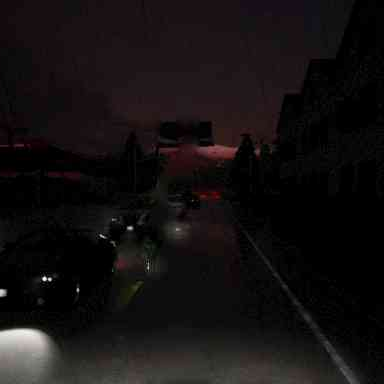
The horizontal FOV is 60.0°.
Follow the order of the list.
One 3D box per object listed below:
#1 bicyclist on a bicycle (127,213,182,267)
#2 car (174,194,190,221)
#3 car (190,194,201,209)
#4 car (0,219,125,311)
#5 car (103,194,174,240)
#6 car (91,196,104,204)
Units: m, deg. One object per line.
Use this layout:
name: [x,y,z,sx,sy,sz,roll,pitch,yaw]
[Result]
bicyclist on a bicycle: [-1.144,1.453,9.905,1.656,1.620,0.582,-2,0,4]
car: [-1.671,1.221,27.870,2.150,2.045,5.566,0,0,4]
car: [-1.409,1.338,46.612,5.566,2.045,2.150,-1,-1,36]
car: [-3.173,1.564,7.735,1.994,1.385,4.181,0,0,4]
car: [-2.494,1.221,17.180,2.150,2.045,5.566,0,0,4]
car: [-17.640,1.671,65.746,4.611,1.667,2.242,0,0,4]
